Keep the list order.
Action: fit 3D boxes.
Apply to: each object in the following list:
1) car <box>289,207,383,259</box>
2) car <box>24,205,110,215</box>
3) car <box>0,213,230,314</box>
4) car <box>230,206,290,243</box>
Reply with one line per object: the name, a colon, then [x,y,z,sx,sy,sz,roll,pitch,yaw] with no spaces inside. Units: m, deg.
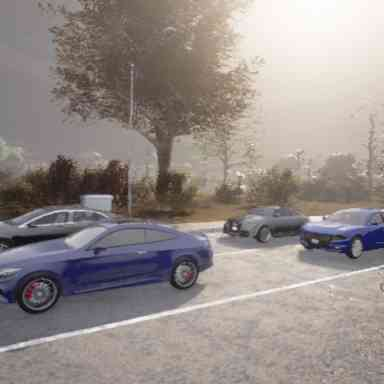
car: [6.109,1.359,12.264,5.008,1.535,1.882,1,2,-34]
car: [-4.022,1.164,9.768,4.902,1.511,2.128,1,1,-33]
car: [-1.678,1.317,7.117,4.674,1.442,1.812,1,1,-32]
car: [3.414,1.324,14.680,4.181,1.385,1.994,1,2,-33]
